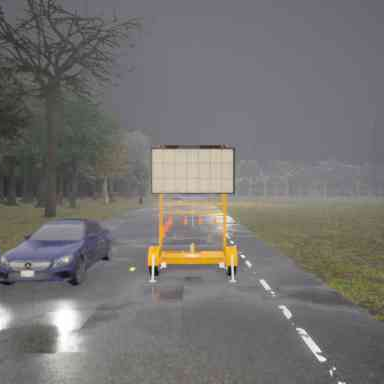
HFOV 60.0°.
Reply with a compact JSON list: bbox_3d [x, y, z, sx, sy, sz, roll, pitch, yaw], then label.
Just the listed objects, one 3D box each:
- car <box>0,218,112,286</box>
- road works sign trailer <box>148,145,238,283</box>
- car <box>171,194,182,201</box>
[{"bbox_3d":[-3.578,1.519,9.570,1.812,1.442,4.674,0,0,0],"label":"car"},{"bbox_3d":[0.021,0.458,9.664,2.380,3.560,2.880,0,0,0],"label":"road works sign trailer"},{"bbox_3d":[-3.341,1.063,71.332,2.097,1.767,4.553,0,0,0],"label":"car"}]
